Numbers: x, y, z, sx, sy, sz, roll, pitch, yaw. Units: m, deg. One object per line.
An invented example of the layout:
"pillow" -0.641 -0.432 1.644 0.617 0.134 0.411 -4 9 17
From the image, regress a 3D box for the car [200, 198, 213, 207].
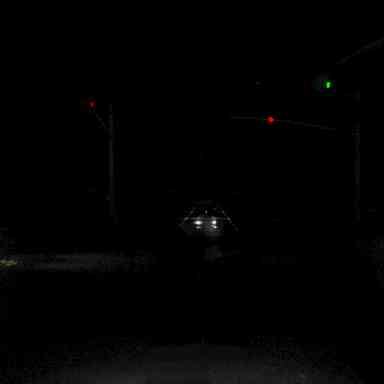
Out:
"car" 2.285 1.566 50.821 1.895 1.301 4.718 0 0 3

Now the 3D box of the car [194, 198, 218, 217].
"car" 1.361 1.491 31.529 1.812 1.442 4.674 0 0 3

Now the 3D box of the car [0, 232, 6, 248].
"car" -8.850 1.601 10.909 4.718 1.301 1.895 0 0 1

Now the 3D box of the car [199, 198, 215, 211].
"car" 1.792 1.470 40.684 1.837 1.490 4.892 0 0 3
